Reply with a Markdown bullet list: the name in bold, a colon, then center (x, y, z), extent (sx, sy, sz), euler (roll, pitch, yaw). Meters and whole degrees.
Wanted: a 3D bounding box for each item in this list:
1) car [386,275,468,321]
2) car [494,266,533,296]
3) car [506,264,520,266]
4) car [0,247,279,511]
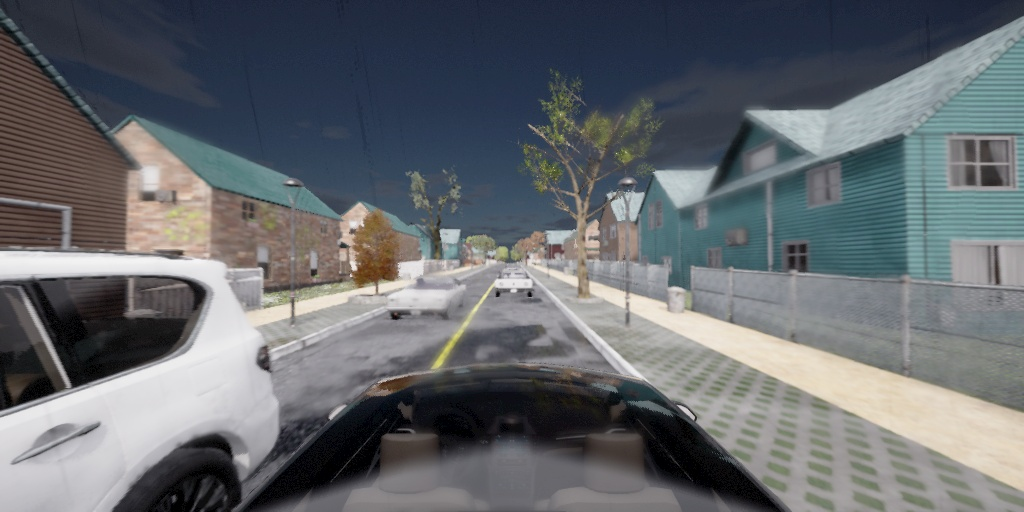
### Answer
- **car**: center (-2.809, 1.377, 12.780), extent (1.895, 1.301, 4.718), euler (0, 0, 1)
- **car**: center (0.087, 1.398, 19.430), extent (1.895, 1.301, 4.718), euler (0, 0, 0)
- **car**: center (0.105, 1.468, 36.933), extent (1.895, 1.301, 4.718), euler (0, 0, 0)
- **car**: center (-2.844, 0.971, 0.415), extent (2.150, 2.045, 5.566), euler (0, 0, 0)
